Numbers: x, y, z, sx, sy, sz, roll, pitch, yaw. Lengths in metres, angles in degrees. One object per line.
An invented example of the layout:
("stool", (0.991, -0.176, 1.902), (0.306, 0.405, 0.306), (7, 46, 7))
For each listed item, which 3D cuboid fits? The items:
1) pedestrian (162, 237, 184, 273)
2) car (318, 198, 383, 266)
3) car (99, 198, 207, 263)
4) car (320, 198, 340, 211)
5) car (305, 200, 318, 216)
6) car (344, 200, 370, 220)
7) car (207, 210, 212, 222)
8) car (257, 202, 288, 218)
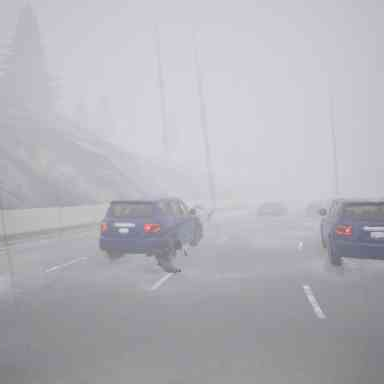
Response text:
("pedestrian", (-0.528, 1.294, 9.235), (0.375, 1.860, 0.375), (0, 0, 13))
("car", (5.722, 1.222, 11.377), (2.150, 2.045, 5.566), (0, 0, 17))
("car", (-1.240, 1.222, 12.344), (2.150, 2.045, 5.566), (0, 0, 16))
("car", (17.200, 1.526, 41.302), (1.812, 1.442, 4.674), (0, 0, 28))
("car", (12.252, 1.526, 32.240), (1.812, 1.442, 4.674), (0, 0, 29))
("car", (14.373, 1.525, 28.817), (1.812, 1.442, 4.674), (0, 0, 28))
("car", (-0.134, 1.526, 24.018), (1.812, 1.442, 4.674), (0, 0, 27))
("car", (7.497, 1.563, 30.786), (1.994, 1.385, 4.181), (0, 0, 28))
